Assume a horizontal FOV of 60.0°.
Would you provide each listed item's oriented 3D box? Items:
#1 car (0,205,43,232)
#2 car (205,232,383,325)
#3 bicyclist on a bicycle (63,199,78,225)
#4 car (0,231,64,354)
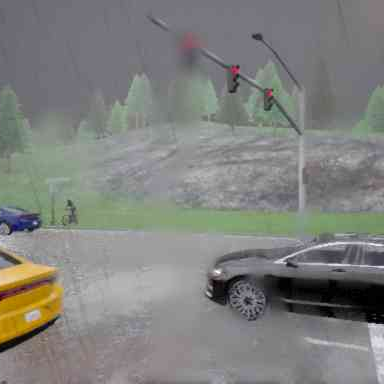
[{"bbox_3d":[-10.564,1.476,17.833,5.008,1.535,1.882,0,-1,12],"label":"car"},{"bbox_3d":[2.667,1.489,5.975,4.902,1.511,2.128,0,-1,23],"label":"car"},{"bbox_3d":[-7.795,1.298,21.373,0.582,1.620,1.656,0,0,15],"label":"bicyclist on a bicycle"},{"bbox_3d":[-4.436,1.478,5.184,5.008,1.535,1.882,0,0,19],"label":"car"}]
